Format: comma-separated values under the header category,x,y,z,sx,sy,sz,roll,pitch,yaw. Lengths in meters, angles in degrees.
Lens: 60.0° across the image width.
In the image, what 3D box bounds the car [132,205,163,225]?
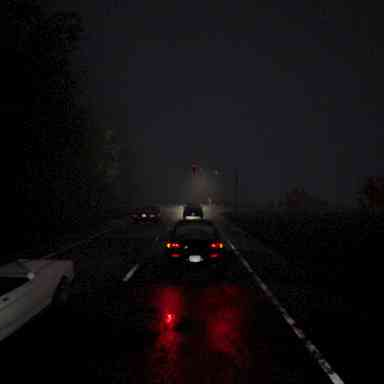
category,x,y,z,sx,sy,sz,roll,pitch,yaw
car,-3.398,1.749,26.035,2.033,1.411,5.357,0,0,0

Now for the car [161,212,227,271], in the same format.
category,x,y,z,sx,sy,sz,roll,pitch,yaw
car,0.091,1.614,11.123,1.812,1.442,4.674,0,0,0

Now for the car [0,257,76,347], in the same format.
category,x,y,z,sx,sy,sz,roll,pitch,yaw
car,-3.436,1.642,5.076,1.895,1.301,4.718,0,0,0

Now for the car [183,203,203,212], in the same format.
category,x,y,z,sx,sy,sz,roll,pitch,yaw
car,0.102,1.770,31.480,1.812,1.442,4.674,0,0,0
